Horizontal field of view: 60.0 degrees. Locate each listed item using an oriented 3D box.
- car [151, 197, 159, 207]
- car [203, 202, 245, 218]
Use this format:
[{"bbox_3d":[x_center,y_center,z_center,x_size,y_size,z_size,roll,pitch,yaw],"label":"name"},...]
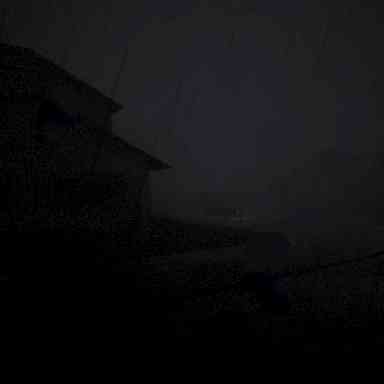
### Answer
[{"bbox_3d":[-6.771,1.524,50.817,1.812,1.442,4.674,0,0,-36],"label":"car"},{"bbox_3d":[2.802,1.562,30.098,1.994,1.385,4.181,0,0,-35],"label":"car"}]
